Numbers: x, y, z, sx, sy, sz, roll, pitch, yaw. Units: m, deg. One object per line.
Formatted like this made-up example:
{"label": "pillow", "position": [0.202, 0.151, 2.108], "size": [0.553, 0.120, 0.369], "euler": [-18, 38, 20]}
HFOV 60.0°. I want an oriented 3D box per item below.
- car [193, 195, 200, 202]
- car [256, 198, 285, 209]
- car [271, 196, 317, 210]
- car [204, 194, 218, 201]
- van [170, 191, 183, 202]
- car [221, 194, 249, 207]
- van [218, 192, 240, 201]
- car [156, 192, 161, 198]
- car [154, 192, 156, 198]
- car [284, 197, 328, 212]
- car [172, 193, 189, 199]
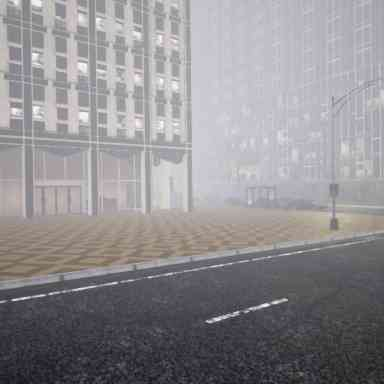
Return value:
{"label": "car", "position": [-0.432, 1.125, 60.822], "size": [1.994, 1.385, 4.181], "euler": [-1, 1, -34]}
{"label": "car", "position": [9.573, 1.386, 41.256], "size": [1.802, 1.307, 4.206], "euler": [-1, 1, -34]}
{"label": "car", "position": [12.649, 1.322, 41.526], "size": [2.033, 1.411, 5.357], "euler": [-1, 1, -34]}
{"label": "car", "position": [3.785, 1.041, 64.820], "size": [1.802, 1.307, 4.206], "euler": [-1, 1, -34]}
{"label": "van", "position": [-3.139, 0.936, 60.098], "size": [1.690, 1.788, 3.998], "euler": [0, 1, -34]}
{"label": "car", "position": [6.420, 1.318, 45.984], "size": [1.947, 1.339, 4.313], "euler": [-1, 1, -34]}
{"label": "van", "position": [6.986, 0.853, 60.121], "size": [1.690, 1.788, 3.998], "euler": [-1, 1, -34]}
{"label": "car", "position": [-5.820, 0.613, 78.905], "size": [2.192, 1.841, 5.009], "euler": [0, 1, -34]}
{"label": "car", "position": [-9.021, 0.684, 83.602], "size": [1.967, 1.590, 4.097], "euler": [0, 1, -34]}
{"label": "car", "position": [12.761, 1.422, 36.547], "size": [1.947, 1.339, 4.313], "euler": [-1, 1, -34]}
{"label": "car", "position": [-2.618, 0.934, 74.213], "size": [1.802, 1.307, 4.206], "euler": [0, 1, -34]}
